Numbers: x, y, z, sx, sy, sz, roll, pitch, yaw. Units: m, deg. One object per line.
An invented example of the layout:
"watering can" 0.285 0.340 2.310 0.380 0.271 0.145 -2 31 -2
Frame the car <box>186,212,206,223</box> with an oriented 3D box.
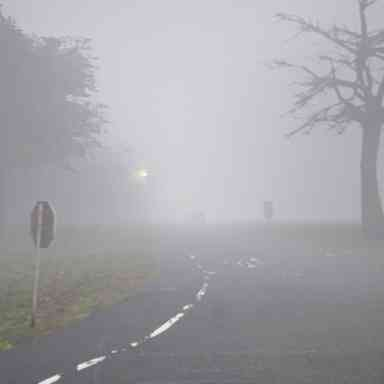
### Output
"car" 0.818 3.810 50.817 2.097 1.767 4.553 2 -4 -6
